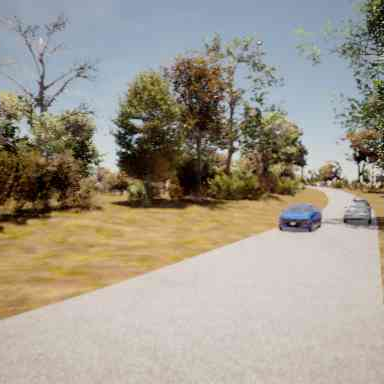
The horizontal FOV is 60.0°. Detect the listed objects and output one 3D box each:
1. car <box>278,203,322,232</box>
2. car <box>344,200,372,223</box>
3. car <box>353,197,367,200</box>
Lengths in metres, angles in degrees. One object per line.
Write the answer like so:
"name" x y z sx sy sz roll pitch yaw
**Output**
"car" 6.749 1.475 20.491 1.882 1.535 5.008 1 0 29
"car" 12.881 1.571 25.826 1.812 1.442 4.674 0 0 28
"car" 21.316 1.367 42.243 2.128 1.511 4.902 0 1 25
